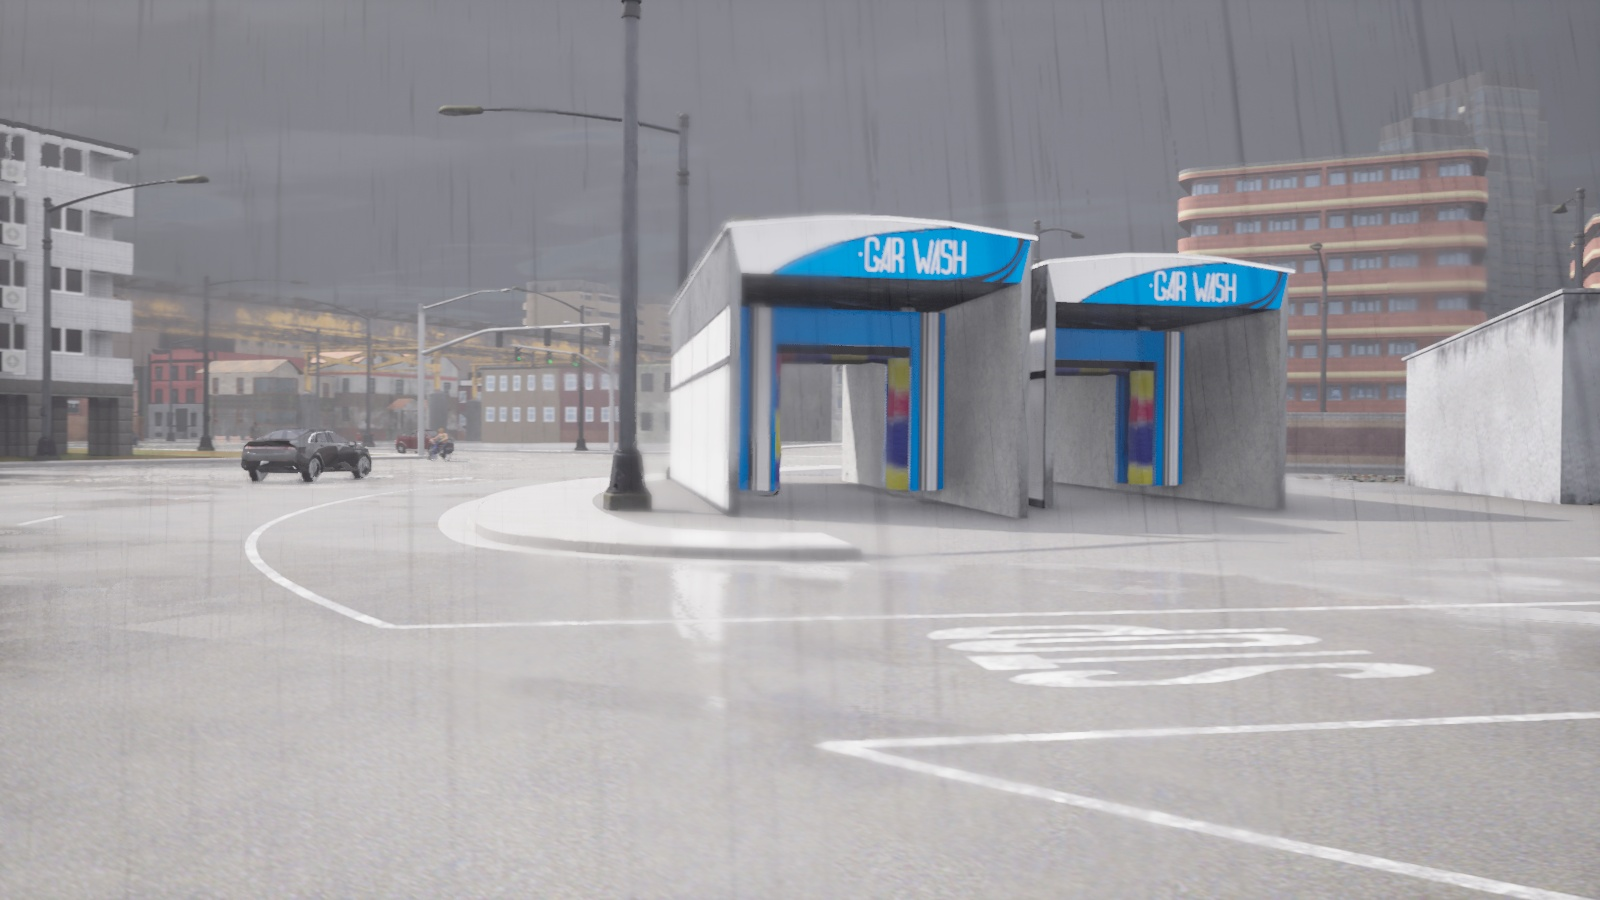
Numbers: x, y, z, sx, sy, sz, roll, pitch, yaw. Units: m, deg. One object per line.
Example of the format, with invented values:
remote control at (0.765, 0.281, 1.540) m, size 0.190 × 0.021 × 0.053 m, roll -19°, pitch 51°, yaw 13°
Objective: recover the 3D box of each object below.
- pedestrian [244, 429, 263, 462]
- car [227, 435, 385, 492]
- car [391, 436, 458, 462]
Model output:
pedestrian at (-32.004, -0.271, 73.565) m, size 0.873 × 1.952 × 0.659 m, roll 0°, pitch 1°, yaw 34°
car at (-14.203, 0.348, 36.443) m, size 2.128 × 1.511 × 4.902 m, roll 0°, pitch 1°, yaw 8°
car at (-23.289, -0.075, 77.838) m, size 3.705 × 1.549 × 1.789 m, roll 0°, pitch 1°, yaw 25°
